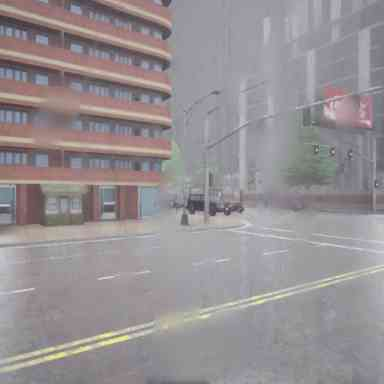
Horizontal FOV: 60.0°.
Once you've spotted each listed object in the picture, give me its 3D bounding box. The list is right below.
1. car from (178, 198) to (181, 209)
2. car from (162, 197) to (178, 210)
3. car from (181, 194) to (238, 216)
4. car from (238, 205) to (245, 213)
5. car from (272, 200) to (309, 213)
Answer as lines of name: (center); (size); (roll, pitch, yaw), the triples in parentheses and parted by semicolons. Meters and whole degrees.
car: (-1.976, 1.492, 44.102); (2.128, 1.511, 4.902); (0, 0, -35)
car: (-4.092, 1.351, 41.019); (2.097, 1.767, 4.553); (0, 0, -35)
car: (1.639, 1.222, 32.829); (2.150, 2.045, 5.566); (0, 0, -35)
car: (3.562, 1.601, 36.187); (1.895, 1.301, 4.718); (0, 0, -35)
car: (11.163, 1.564, 37.882); (1.994, 1.385, 4.181); (0, 0, -35)
